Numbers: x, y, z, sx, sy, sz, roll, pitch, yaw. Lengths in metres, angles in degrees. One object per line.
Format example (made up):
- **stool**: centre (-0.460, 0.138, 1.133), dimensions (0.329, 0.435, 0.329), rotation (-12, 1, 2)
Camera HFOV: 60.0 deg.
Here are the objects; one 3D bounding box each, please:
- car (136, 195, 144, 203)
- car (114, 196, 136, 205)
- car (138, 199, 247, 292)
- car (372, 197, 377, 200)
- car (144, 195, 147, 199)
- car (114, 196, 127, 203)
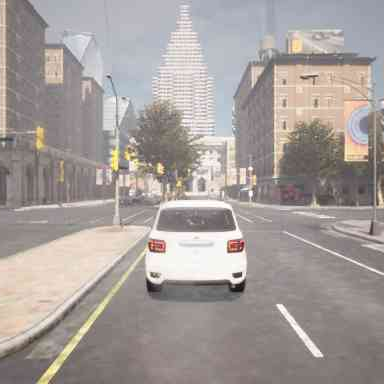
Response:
- **car**: centre (-11.701, 1.600, 68.569), dimensions (1.895, 1.301, 4.718), rotation (0, 0, 0)
- **car**: centre (-11.726, 1.505, 58.515), dimensions (1.837, 1.490, 4.892), rotation (0, 0, 0)
- **car**: centre (0.077, 1.221, 9.051), dimensions (2.150, 2.045, 5.566), rotation (0, 0, 0)
- **car**: centre (37.736, 1.481, 71.445), dimensions (2.231, 1.521, 4.892), rotation (0, 0, 0)
- **car**: centre (-11.731, 1.500, 78.751), dimensions (1.837, 1.490, 4.892), rotation (0, 0, 0)
- **car**: centre (-14.954, 1.594, 69.893), dimensions (1.895, 1.301, 4.718), rotation (0, 0, 0)
